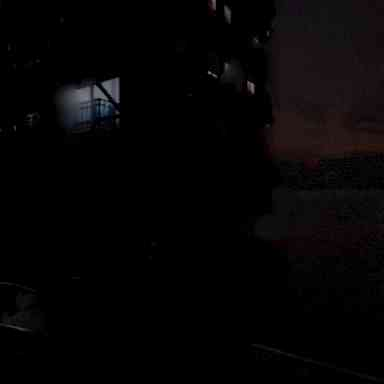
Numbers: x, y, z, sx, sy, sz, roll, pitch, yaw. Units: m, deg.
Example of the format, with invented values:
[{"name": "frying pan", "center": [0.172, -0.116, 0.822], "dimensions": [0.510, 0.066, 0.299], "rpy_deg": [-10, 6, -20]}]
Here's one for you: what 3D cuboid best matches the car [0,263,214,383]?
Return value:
[{"name": "car", "center": [-1.767, 1.586, 4.136], "dimensions": [4.313, 1.339, 1.947], "rpy_deg": [0, 0, 35]}]
